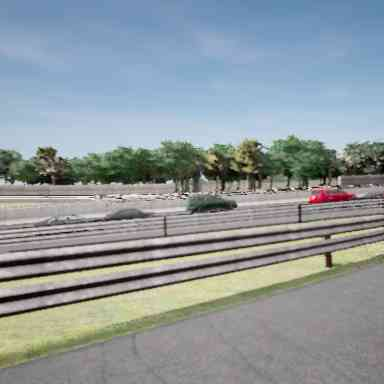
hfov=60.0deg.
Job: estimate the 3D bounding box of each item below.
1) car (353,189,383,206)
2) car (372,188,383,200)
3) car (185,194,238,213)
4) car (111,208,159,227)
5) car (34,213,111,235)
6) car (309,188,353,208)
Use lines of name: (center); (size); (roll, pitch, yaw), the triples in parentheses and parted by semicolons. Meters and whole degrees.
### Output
car: (19.442, 0.742, 34.115); (4.892, 1.490, 1.837); (-3, 2, -20)
car: (26.371, 0.187, 44.131); (4.674, 1.442, 1.812); (-3, 2, -20)
car: (2.056, 1.266, 35.166); (5.566, 2.045, 2.150); (-3, 2, -20)
car: (-5.191, 2.101, 28.767); (4.674, 1.442, 1.812); (-3, 2, -20)
car: (-8.651, 2.369, 23.762); (4.902, 1.511, 2.128); (-3, 2, -20)
car: (15.443, 0.591, 36.369); (5.566, 2.045, 2.150); (-3, 2, -20)
